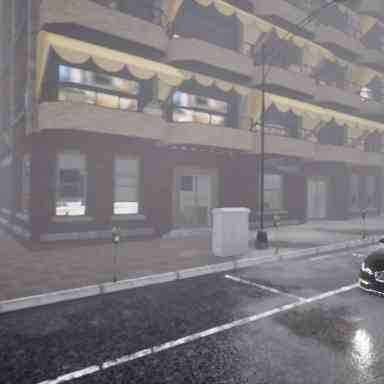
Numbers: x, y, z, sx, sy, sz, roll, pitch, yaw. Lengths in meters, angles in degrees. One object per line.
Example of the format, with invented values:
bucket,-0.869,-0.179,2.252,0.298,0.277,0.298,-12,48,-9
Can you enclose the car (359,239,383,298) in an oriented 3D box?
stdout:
car,5.632,1.457,7.397,4.892,1.490,1.837,0,0,-36
